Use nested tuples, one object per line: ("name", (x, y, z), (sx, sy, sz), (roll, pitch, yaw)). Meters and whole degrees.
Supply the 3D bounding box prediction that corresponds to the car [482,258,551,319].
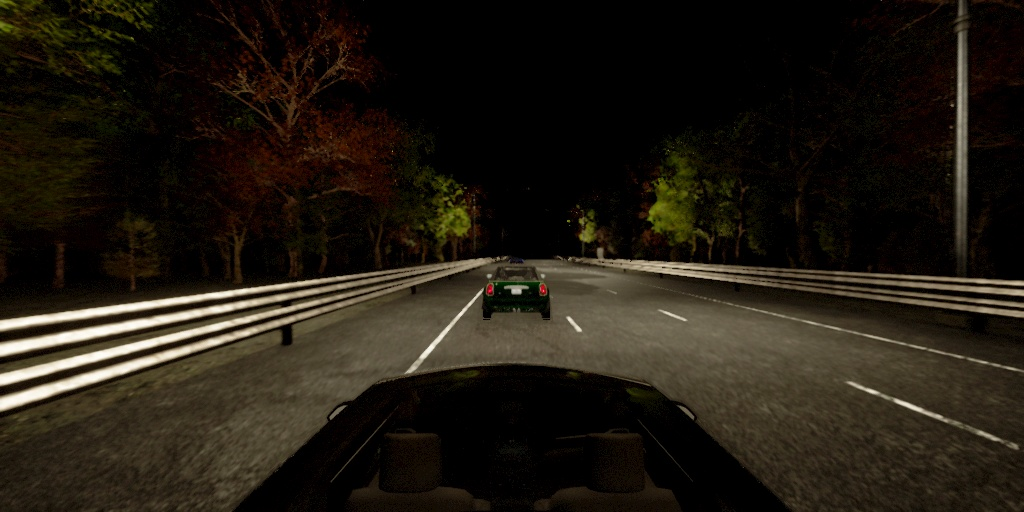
("car", (0.144, 1.050, 12.671), (2.097, 1.767, 4.553), (0, 0, 0))
